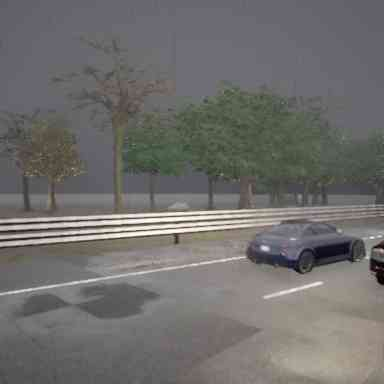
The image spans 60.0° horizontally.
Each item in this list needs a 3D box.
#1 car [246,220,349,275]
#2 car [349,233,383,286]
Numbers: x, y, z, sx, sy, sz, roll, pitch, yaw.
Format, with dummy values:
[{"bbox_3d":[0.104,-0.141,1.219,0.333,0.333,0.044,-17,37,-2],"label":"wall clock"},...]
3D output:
[{"bbox_3d":[3.730,1.594,10.704,4.181,1.385,1.994,0,0,-36],"label":"car"},{"bbox_3d":[6.308,1.524,8.244,4.902,1.511,2.128,0,0,-35],"label":"car"}]
